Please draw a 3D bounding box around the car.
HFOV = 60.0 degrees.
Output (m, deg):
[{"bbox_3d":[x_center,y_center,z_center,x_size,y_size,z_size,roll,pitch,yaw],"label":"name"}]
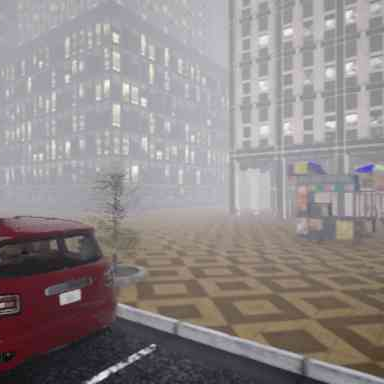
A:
[{"bbox_3d":[-3.368,1.311,5.285,5.009,1.841,2.192,0,0,36],"label":"car"}]
